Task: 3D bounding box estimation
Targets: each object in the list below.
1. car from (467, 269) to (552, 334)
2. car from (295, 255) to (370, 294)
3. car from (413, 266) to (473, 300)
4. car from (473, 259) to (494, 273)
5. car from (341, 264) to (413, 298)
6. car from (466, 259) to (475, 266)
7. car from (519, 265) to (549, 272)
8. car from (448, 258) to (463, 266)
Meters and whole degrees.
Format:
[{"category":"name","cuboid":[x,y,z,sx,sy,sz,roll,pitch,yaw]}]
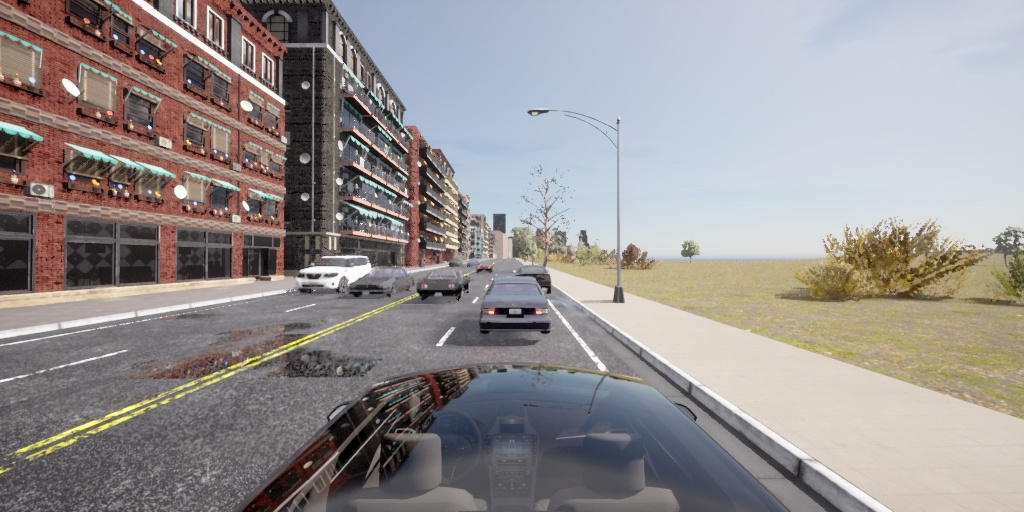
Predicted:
[{"category":"car","cuboid":[0.090,1.299,10.617,2.033,1.411,5.357,0,0,0]},{"category":"car","cuboid":[-9.879,0.973,20.510,2.150,2.045,5.566,0,0,0]},{"category":"car","cuboid":[-3.175,1.353,17.659,1.895,1.301,4.718,0,0,0]},{"category":"car","cuboid":[-3.212,1.351,43.712,1.895,1.301,4.718,0,0,0]},{"category":"car","cuboid":[-6.624,1.299,18.905,2.033,1.411,5.357,0,0,0]},{"category":"car","cuboid":[-6.661,1.274,61.358,1.812,1.442,4.674,0,0,0]},{"category":"car","cuboid":[1.109,1.230,20.381,1.882,1.535,5.008,0,0,0]},{"category":"car","cuboid":[-9.901,1.101,63.390,2.097,1.767,4.553,0,0,0]}]
